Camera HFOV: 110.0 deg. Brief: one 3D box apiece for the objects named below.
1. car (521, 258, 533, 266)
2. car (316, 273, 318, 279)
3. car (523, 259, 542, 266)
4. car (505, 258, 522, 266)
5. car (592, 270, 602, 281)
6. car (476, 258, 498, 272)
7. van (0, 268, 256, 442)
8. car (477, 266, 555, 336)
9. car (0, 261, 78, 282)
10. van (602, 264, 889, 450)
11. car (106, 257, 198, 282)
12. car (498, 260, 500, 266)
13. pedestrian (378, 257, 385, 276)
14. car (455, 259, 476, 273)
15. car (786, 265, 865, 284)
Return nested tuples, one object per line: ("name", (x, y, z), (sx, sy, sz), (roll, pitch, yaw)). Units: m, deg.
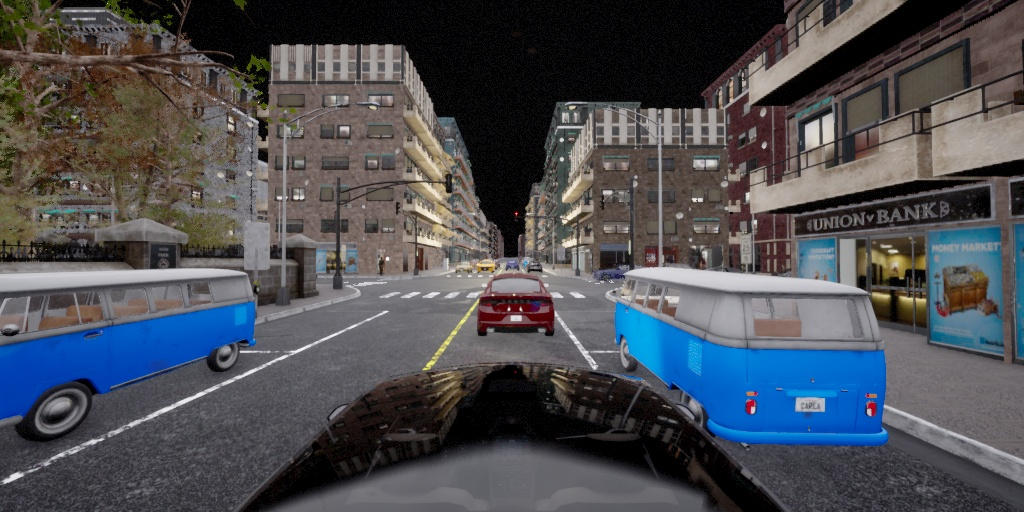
("car", (2.679, 1.318, 48.644), (2.007, 1.370, 4.403), (0, 0, 0))
("car", (-16.611, 1.139, 25.745), (4.902, 1.511, 2.128), (0, -1, 1))
("car", (2.681, 1.331, 43.001), (1.948, 1.339, 4.313), (0, 0, 0))
("car", (0.077, 1.295, 52.083), (1.812, 1.442, 4.674), (0, 0, 0))
("car", (8.790, 1.360, 28.651), (4.674, 1.442, 1.812), (1, -1, 1))
("car", (-3.112, 1.244, 43.692), (1.882, 1.535, 5.008), (0, 0, 0))
("van", (-5.657, 1.092, 5.054), (1.690, 1.789, 3.998), (0, 0, 0))
("car", (0.096, 1.230, 10.416), (1.882, 1.535, 5.008), (0, 0, 0))
("car", (-35.364, 1.094, 25.971), (5.357, 1.411, 2.033), (0, -1, 1))
("van", (2.658, 1.092, 5.055), (1.690, 1.789, 3.998), (0, 0, 0))
("car", (-25.837, 0.949, 25.856), (4.553, 1.767, 2.097), (0, -1, 1))
("car", (-3.109, 1.318, 53.653), (2.033, 1.411, 5.357), (0, 0, 0))
("pedestrian", (-12.547, 0.969, 34.440), (0.375, 1.860, 0.375), (0, -1, 1))
("car", (-5.699, 1.291, 42.829), (1.751, 1.417, 4.829), (0, 0, 0))
("car", (24.783, 1.461, 28.470), (4.674, 1.442, 1.812), (0, -1, 1))
